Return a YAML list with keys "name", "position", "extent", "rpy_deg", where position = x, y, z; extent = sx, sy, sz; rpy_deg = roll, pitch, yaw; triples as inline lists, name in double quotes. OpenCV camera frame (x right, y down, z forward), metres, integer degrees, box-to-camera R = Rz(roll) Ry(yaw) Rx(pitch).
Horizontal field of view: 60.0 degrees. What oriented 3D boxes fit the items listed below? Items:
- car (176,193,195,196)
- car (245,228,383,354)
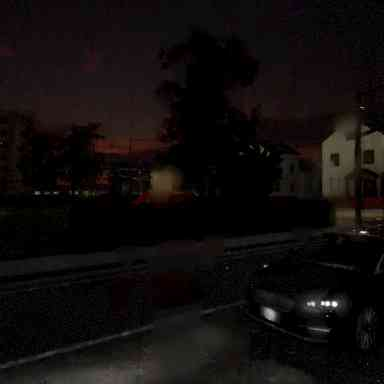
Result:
- name: "car"
  position: [-0.592, 1.200, 51.181]
  extent: [2.150, 2.045, 5.566]
  rpy_deg: [0, 0, -35]
- name: "car"
  position: [3.118, 1.487, 6.193]
  extent: [4.902, 1.511, 2.128]
  rpy_deg: [0, 0, -35]
